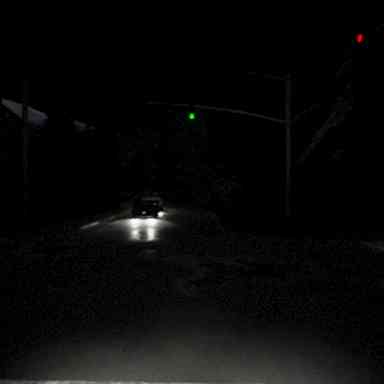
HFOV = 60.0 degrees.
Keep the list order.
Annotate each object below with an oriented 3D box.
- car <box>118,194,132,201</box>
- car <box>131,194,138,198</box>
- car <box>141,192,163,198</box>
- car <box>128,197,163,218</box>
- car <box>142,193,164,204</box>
[{"bbox_3d":[-12.388,1.079,64.381,4.902,1.511,2.128,0,0,42],"label":"car"},{"bbox_3d":[-6.910,1.300,46.926,1.895,1.301,4.718,0,0,-19],"label":"car"},{"bbox_3d":[-4.534,0.982,37.284,2.150,2.045,5.566,0,0,-10],"label":"car"},{"bbox_3d":[-3.778,1.386,27.660,1.994,1.385,4.181,0,0,-2],"label":"car"},{"bbox_3d":[-6.635,0.993,56.078,2.097,1.767,4.553,0,0,-27],"label":"car"}]
